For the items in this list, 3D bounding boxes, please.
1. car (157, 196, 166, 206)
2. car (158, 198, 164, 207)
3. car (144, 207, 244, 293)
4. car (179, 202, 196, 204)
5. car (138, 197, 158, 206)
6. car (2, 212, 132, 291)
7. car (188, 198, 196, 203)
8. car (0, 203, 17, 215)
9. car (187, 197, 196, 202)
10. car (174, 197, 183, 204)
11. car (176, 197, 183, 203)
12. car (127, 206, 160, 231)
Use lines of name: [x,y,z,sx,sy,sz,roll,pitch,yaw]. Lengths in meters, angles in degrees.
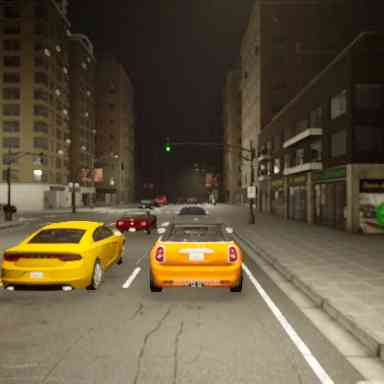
car: [-6.544,1.833,69.318,2.150,2.045,5.566,0,-1,0]
car: [-6.611,2.112,58.719,1.895,1.301,4.718,0,-1,1]
car: [0.094,1.429,9.236,2.097,1.767,4.553,0,-1,0]
car: [0.031,1.655,20.913,1.882,1.535,5.008,0,0,0]
car: [-6.627,1.911,48.524,2.128,1.511,4.902,0,-1,0]
car: [-3.154,1.556,9.233,1.882,1.535,5.008,0,0,0]
car: [-0.058,2.226,89.940,2.033,1.411,5.357,0,-1,0]
car: [-22.173,1.910,37.683,4.313,1.339,1.947,0,-1,0]
car: [-0.051,2.059,79.906,2.097,1.767,4.553,0,-1,0]
car: [-3.300,2.200,79.516,1.837,1.490,4.892,0,-1,0]
car: [-3.308,2.164,89.938,1.882,1.535,5.008,0,-1,0]
car: [-3.224,1.773,20.332,1.895,1.301,4.718,0,0,0]
